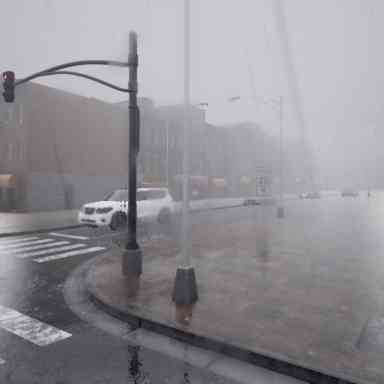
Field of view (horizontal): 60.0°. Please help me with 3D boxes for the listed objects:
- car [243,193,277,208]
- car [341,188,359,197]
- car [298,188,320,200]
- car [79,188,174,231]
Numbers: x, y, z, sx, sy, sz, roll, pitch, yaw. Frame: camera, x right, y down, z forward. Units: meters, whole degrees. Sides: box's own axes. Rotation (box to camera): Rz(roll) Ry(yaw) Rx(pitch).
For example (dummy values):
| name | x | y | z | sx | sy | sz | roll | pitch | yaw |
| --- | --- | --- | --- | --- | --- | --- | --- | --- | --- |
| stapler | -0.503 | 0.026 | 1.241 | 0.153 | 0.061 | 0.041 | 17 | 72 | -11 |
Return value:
| name | x | y | z | sx | sy | sz | roll | pitch | yaw |
| --- | --- | --- | --- | --- | --- | --- | --- | --- | --- |
| car | 6.501 | 0.722 | 31.655 | 1.994 | 1.385 | 4.181 | 0 | 2 | 35 |
| car | 24.996 | 0.090 | 52.515 | 2.033 | 1.411 | 5.357 | 0 | 2 | 35 |
| car | 15.781 | 0.274 | 44.559 | 2.128 | 1.511 | 4.902 | 0 | 1 | 36 |
| car | -3.295 | 0.812 | 17.953 | 2.150 | 2.045 | 5.566 | 1 | 2 | 37 |
